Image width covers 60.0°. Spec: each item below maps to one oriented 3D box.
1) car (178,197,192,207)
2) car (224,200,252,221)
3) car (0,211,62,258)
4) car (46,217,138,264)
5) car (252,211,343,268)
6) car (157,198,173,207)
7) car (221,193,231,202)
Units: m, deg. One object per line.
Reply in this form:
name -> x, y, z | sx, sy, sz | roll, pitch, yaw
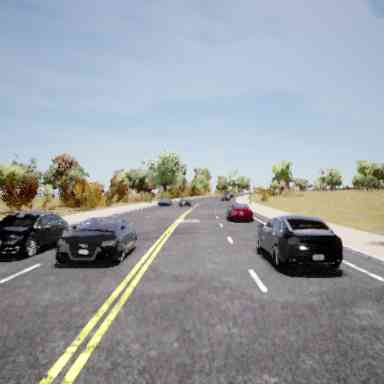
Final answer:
car -> -1.112, 1.573, 54.631 | 2.128, 1.511, 4.902 | 0, 0, 5
car -> 3.977, 1.627, 28.163 | 1.994, 1.385, 4.181 | 0, 0, 2
car -> -6.440, 1.538, 13.060 | 1.837, 1.490, 4.892 | 0, 0, 1
car -> -3.208, 1.595, 11.901 | 1.994, 1.385, 4.181 | 0, 0, 1
car -> 3.480, 1.538, 11.464 | 1.837, 1.490, 4.892 | 0, 0, 1
car -> -4.363, 1.631, 54.753 | 2.033, 1.411, 5.357 | 0, 0, 5
car -> 7.851, 1.582, 79.378 | 1.812, 1.442, 4.674 | 0, 0, 7
